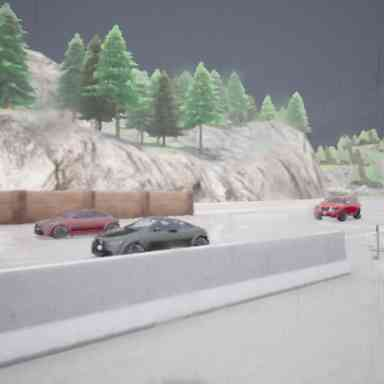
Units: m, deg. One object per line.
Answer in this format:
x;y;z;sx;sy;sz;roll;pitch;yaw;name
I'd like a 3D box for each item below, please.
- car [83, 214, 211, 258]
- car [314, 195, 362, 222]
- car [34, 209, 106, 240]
-1.352;1.590;11.837;4.181;1.385;1.994;0;0;-37;car
12.411;1.318;28.110;5.566;2.045;2.150;1;0;-44;car
-5.818;1.594;17.226;4.181;1.385;1.994;0;0;-37;car
